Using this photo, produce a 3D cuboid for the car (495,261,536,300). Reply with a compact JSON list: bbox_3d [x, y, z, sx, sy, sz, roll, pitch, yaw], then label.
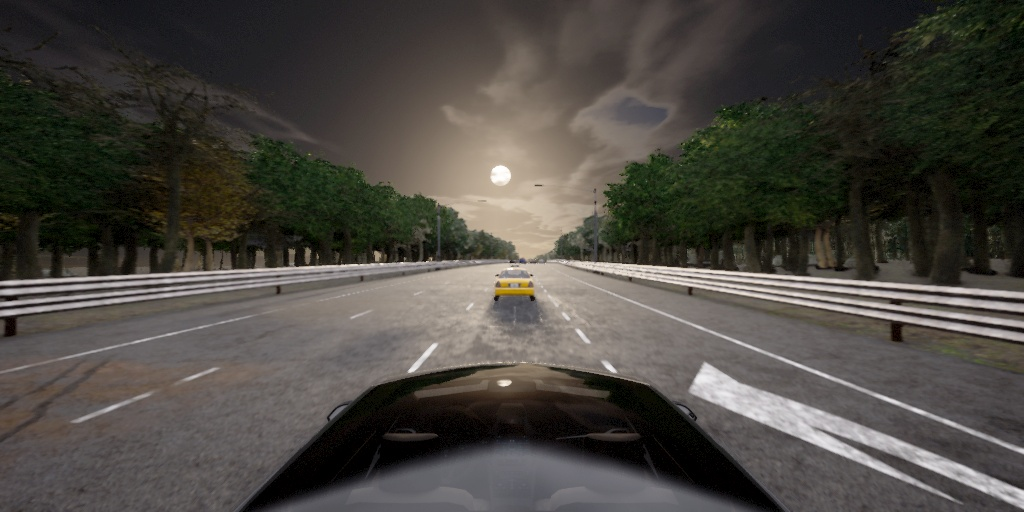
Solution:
[{"bbox_3d":[0.122,1.220,17.726,1.801,1.575,5.366,0,0,0],"label":"car"}]
